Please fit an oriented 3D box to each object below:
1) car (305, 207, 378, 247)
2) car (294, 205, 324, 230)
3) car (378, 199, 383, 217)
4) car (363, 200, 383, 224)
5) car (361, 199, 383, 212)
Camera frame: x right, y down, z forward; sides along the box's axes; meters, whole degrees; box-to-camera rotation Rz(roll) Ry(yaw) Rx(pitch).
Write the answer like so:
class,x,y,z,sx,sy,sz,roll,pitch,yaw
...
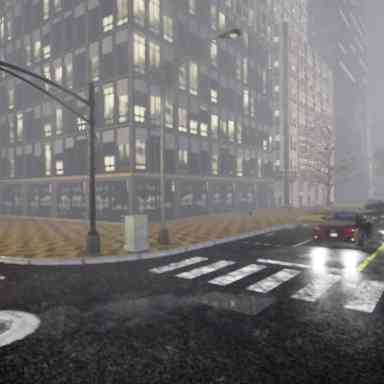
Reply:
class,x,y,z,sx,sy,sz,roll,pitch,yaw
car,6.969,1.568,15.219,1.994,1.385,4.181,0,0,36
car,7.843,1.540,20.761,1.752,1.417,4.829,-1,-1,37
car,19.208,1.461,31.715,1.882,1.535,5.008,0,0,37
car,12.963,1.499,23.304,1.837,1.490,4.892,0,0,36
car,21.372,1.557,39.018,1.947,1.339,4.313,-1,-1,37
